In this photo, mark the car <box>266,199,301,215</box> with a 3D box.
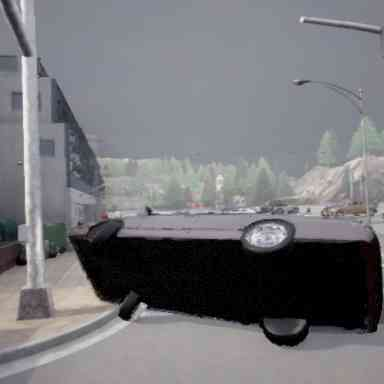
[{"bbox_3d":[11.972,2.006,43.479,3.866,1.878,1.905,-2,-2,-12],"label":"car"}]

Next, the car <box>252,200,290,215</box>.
[{"bbox_3d":[10.971,2.156,46.234,4.605,1.855,1.932,-2,-2,-12],"label":"car"}]

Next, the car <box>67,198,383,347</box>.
[{"bbox_3d":[0.250,1.221,5.848,5.357,2.033,1.411,-3,27,28],"label":"car"}]

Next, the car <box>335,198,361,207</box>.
[{"bbox_3d":[32.735,2.181,69.835,4.514,1.523,2.007,-2,-2,-12],"label":"car"}]

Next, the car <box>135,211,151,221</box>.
[{"bbox_3d":[-7.209,3.494,48.968,1.994,1.385,4.181,-2,-2,-12],"label":"car"}]

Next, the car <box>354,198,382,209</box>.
[{"bbox_3d":[28.371,1.845,53.605,3.633,1.501,1.845,-2,-2,-12],"label":"car"}]

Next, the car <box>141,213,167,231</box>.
[{"bbox_3d":[-3.718,2.806,31.939,1.994,1.385,4.181,-2,-2,-12],"label":"car"}]

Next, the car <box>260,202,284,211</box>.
[{"bbox_3d":[15.158,2.785,63.049,3.806,1.475,1.970,-2,-2,-12],"label":"car"}]

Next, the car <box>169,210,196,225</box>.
[{"bbox_3d":[-1.207,2.820,37.986,2.128,1.511,4.902,-2,-2,-13],"label":"car"}]

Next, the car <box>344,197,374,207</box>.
[{"bbox_3d":[33.433,2.046,66.779,5.027,1.636,2.152,-2,-2,-12],"label":"car"}]

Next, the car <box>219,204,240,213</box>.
[{"bbox_3d":[7.289,3.163,64.424,3.633,1.501,1.845,-2,-2,-12],"label":"car"}]
